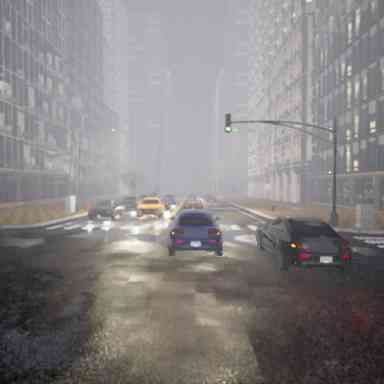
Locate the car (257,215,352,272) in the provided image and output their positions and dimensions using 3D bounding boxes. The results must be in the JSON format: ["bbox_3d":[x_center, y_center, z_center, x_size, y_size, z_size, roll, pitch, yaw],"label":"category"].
[{"bbox_3d":[3.362,1.469,10.624,1.812,1.442,4.674,1,1,0],"label":"car"}]

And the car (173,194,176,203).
[{"bbox_3d":[-3.243,1.037,47.497,1.882,1.535,5.008,0,1,0],"label":"car"}]

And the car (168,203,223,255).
[{"bbox_3d":[0.116,1.391,12.628,1.812,1.442,4.674,1,1,0],"label":"car"}]

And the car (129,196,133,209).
[{"bbox_3d":[-6.575,1.173,35.937,1.837,1.490,4.892,0,1,0],"label":"car"}]

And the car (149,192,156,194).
[{"bbox_3d":[-6.517,1.085,45.290,1.837,1.490,4.892,0,1,0],"label":"car"}]

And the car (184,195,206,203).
[{"bbox_3d":[0.107,1.291,33.606,1.895,1.301,4.718,0,1,0],"label":"car"}]

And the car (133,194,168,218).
[{"bbox_3d":[-3.339,1.223,27.592,1.882,1.535,5.008,0,1,0],"label":"car"}]

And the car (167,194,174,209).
[{"bbox_3d":[-3.321,1.259,36.971,1.895,1.301,4.718,0,1,0],"label":"car"}]

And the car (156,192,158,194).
[{"bbox_3d":[-6.492,0.839,55.213,2.097,1.767,4.553,0,1,0],"label":"car"}]

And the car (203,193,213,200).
[{"bbox_3d":[3.261,0.908,69.012,1.994,1.385,4.181,0,1,0],"label":"car"}]

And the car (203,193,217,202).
[{"bbox_3d":[3.260,1.053,58.843,1.895,1.301,4.718,0,1,0],"label":"car"}]

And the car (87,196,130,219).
[{"bbox_3d":[-6.593,1.306,26.199,2.033,1.411,5.357,0,1,0],"label":"car"}]
